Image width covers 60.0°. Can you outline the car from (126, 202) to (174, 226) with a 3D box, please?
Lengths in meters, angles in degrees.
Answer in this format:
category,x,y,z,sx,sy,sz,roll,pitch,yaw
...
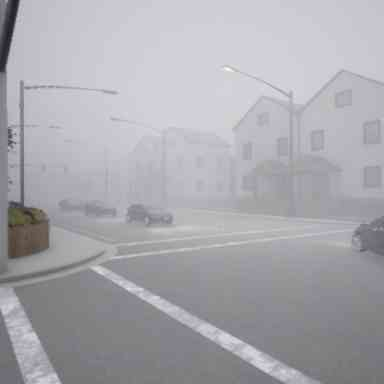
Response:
category,x,y,z,sx,sy,sz,roll,pitch,yaw
car,-3.073,1.518,23.569,1.837,1.490,4.892,0,0,-35

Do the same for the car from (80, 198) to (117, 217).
category,x,y,z,sx,sy,sz,roll,pitch,yaw
car,-8.771,1.508,31.738,1.882,1.535,5.008,0,0,-35

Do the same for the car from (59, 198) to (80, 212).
category,x,y,z,sx,sy,sz,roll,pitch,yaw
car,-14.526,1.526,40.006,1.882,1.535,5.008,0,0,-35

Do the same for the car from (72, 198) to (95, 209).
category,x,y,z,sx,sy,sz,roll,pitch,yaw
car,-15.848,1.618,48.341,1.994,1.385,4.181,0,0,-35

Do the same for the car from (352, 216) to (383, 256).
category,x,y,z,sx,sy,sz,roll,pitch,yaw
car,6.853,1.488,10.758,1.837,1.490,4.892,2,0,7
